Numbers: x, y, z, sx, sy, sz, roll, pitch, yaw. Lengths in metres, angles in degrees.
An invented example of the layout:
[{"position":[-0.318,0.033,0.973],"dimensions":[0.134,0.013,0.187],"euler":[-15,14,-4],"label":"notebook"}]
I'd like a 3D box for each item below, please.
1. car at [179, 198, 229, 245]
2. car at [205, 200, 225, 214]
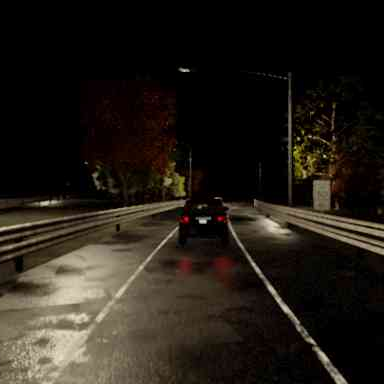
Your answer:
[{"position":[0.607,1.321,16.289],"dimensions":[2.150,2.045,5.566],"euler":[0,0,3],"label":"car"},{"position":[2.836,1.774,40.178],"dimensions":[2.033,1.411,5.357],"euler":[0,0,8],"label":"car"}]
